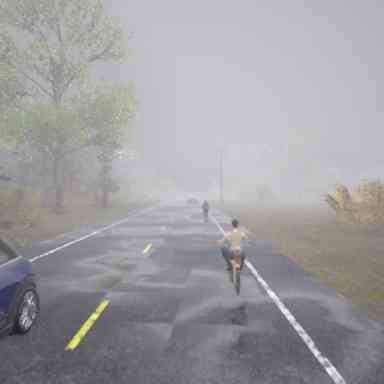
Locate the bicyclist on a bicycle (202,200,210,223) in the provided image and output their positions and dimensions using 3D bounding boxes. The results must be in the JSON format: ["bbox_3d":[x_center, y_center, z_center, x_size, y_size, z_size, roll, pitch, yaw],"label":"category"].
[{"bbox_3d":[0.955,1.414,23.005,0.582,1.620,1.656,0,0,0],"label":"bicyclist on a bicycle"}]

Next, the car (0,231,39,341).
[{"bbox_3d":[-3.600,1.346,3.630,2.097,1.767,4.553,0,0,0],"label":"car"}]

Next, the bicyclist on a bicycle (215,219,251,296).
[{"bbox_3d":[0.978,1.425,7.678,0.866,1.612,1.509,0,0,0],"label":"bicyclist on a bicycle"}]

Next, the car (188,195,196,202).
[{"bbox_3d":[-0.023,1.374,73.626,1.812,1.442,4.674,0,0,0],"label":"car"}]

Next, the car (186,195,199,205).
[{"bbox_3d":[0.082,1.417,56.553,1.812,1.442,4.674,0,0,0],"label":"car"}]
